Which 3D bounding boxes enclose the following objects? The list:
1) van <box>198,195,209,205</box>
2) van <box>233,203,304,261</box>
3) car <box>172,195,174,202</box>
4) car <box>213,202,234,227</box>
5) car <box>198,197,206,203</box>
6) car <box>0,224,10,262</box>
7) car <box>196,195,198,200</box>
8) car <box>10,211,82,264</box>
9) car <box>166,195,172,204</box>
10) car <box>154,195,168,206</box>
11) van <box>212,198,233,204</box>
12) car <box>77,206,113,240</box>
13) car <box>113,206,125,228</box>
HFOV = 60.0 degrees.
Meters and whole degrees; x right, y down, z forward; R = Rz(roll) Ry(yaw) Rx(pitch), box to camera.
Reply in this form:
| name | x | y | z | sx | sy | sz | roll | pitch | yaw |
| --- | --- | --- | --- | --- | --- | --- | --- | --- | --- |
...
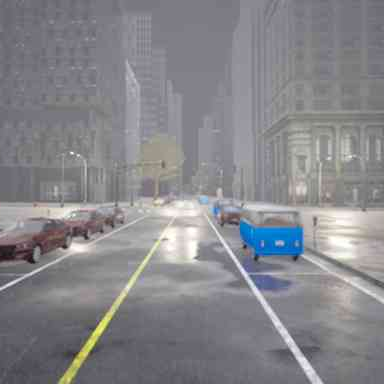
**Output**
| name | x | y | z | sx | sy | sz | roll | pitch | yaw |
| --- | --- | --- | --- | --- | --- | --- | --- | --- | --- |
| van | 2.532 | 1.611 | 66.753 | 1.690 | 1.788 | 3.998 | 0 | 0 | 0 |
| van | 2.726 | 1.376 | 12.195 | 1.690 | 1.788 | 3.998 | 0 | 0 | 0 |
| car | -6.029 | 1.673 | 77.196 | 2.192 | 1.841 | 5.009 | 0 | 0 | 0 |
| car | 2.691 | 1.623 | 23.243 | 1.887 | 1.381 | 4.507 | 0 | 0 | 0 |
| car | 2.477 | 1.931 | 82.992 | 1.802 | 1.307 | 4.206 | 0 | 0 | 0 |
| car | -5.805 | 1.576 | 6.487 | 1.752 | 1.417 | 4.829 | 0 | 0 | 0 |
| car | 2.514 | 1.861 | 72.165 | 1.947 | 1.339 | 4.313 | 0 | 0 | 0 |
| car | -5.825 | 1.618 | 12.182 | 1.887 | 1.381 | 4.507 | 0 | 0 | 0 |
| car | -6.010 | 1.877 | 71.906 | 1.887 | 1.381 | 4.507 | 0 | 0 | 0 |
| car | -5.981 | 1.807 | 61.155 | 1.752 | 1.417 | 4.829 | 0 | 0 | 0 |
| van | 2.673 | 1.442 | 28.769 | 1.690 | 1.788 | 3.998 | 0 | 0 | 0 |
| car | -5.845 | 1.639 | 17.708 | 1.887 | 1.381 | 4.507 | 0 | 0 | 0 |
| car | -5.864 | 1.661 | 23.233 | 1.887 | 1.381 | 4.507 | 0 | 0 | 0 |
